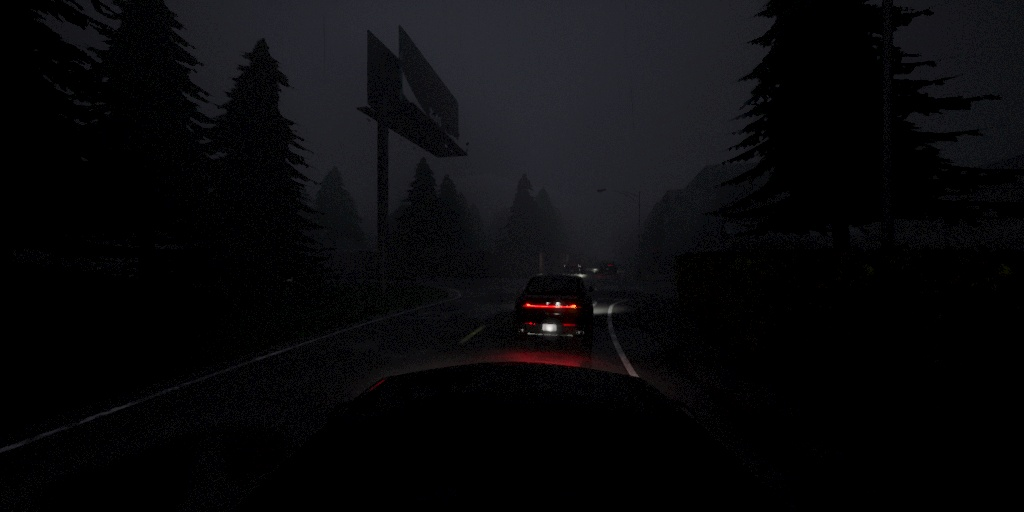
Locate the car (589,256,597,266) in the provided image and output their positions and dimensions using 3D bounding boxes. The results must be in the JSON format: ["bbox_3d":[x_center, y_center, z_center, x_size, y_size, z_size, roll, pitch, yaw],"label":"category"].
[{"bbox_3d":[12.813,0.944,58.230,2.150,2.045,5.566,0,0,19],"label":"car"}]

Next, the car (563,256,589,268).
[{"bbox_3d":[7.274,1.082,41.460,2.097,1.767,4.553,0,0,18],"label":"car"}]

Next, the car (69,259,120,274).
[{"bbox_3d":[-41.003,1.035,35.249,5.008,1.535,1.882,0,0,18],"label":"car"}]

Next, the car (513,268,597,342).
[{"bbox_3d":[1.264,1.251,9.876,1.837,1.490,4.892,0,0,11],"label":"car"}]

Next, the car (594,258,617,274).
[{"bbox_3d":[11.063,1.221,41.161,2.128,1.511,4.902,0,0,18],"label":"car"}]
